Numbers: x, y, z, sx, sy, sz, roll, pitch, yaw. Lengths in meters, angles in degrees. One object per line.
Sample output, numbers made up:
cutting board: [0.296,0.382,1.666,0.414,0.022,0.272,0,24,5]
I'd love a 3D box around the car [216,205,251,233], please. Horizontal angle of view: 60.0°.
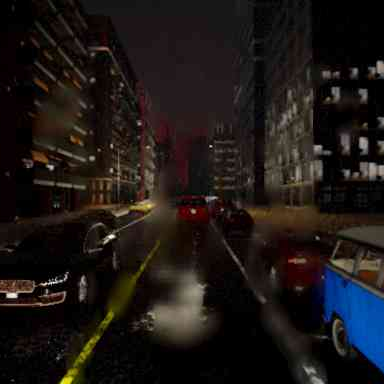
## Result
car: [2.704,1.669,19.985,1.802,1.307,4.206,1,0,0]

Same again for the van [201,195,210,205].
van: [2.705,1.643,69.076,1.690,1.788,3.998,1,0,0]

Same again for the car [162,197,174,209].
car: [-3.074,1.769,50.658,2.033,1.411,5.357,0,0,0]

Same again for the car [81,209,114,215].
car: [-5.643,1.669,19.881,1.802,1.307,4.206,1,0,0]

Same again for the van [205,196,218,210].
van: [2.707,1.546,47.045,1.690,1.788,3.998,1,0,0]

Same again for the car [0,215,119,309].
car: [-3.100,1.541,8.167,1.837,1.490,4.892,0,0,0]

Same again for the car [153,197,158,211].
car: [-5.676,1.706,41.339,1.752,1.417,4.829,1,0,0]

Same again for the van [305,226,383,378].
van: [2.710,1.356,3.343,1.690,1.788,3.998,1,0,0]

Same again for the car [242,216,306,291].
car: [2.705,1.584,8.890,1.887,1.381,4.507,1,0,0]

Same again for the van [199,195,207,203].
van: [2.705,1.691,80.093,1.690,1.788,3.998,1,0,0]

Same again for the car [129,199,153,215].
car: [-5.676,1.682,35.826,1.752,1.417,4.829,1,0,0]

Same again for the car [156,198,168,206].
car: [-5.678,1.822,63.552,1.887,1.381,4.507,1,0,0]

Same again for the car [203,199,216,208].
car: [2.702,1.811,52.551,1.802,1.307,4.206,1,0,0]

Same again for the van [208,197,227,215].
van: [2.707,1.498,36.029,1.690,1.788,3.998,1,0,0]

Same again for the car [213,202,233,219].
car: [2.703,1.691,25.012,1.802,1.307,4.206,1,0,0]

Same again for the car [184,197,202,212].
car: [0.098,1.531,41.303,2.097,1.767,4.553,0,0,0]

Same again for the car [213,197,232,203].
car: [2.708,1.448,30.521,2.192,1.841,5.009,1,0,0]

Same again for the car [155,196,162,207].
car: [-5.677,1.730,46.849,1.752,1.417,4.829,1,0,0]

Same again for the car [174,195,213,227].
car: [0.099,1.326,23.519,2.150,2.045,5.566,0,0,0]
